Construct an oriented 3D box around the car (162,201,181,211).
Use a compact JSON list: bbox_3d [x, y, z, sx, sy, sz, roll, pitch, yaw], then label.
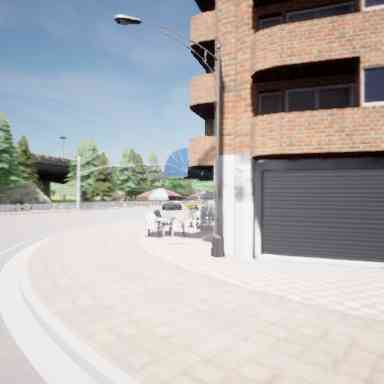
[{"bbox_3d":[-3.149,2.165,51.921,1.994,1.385,4.181,1,-1,19],"label":"car"}]
